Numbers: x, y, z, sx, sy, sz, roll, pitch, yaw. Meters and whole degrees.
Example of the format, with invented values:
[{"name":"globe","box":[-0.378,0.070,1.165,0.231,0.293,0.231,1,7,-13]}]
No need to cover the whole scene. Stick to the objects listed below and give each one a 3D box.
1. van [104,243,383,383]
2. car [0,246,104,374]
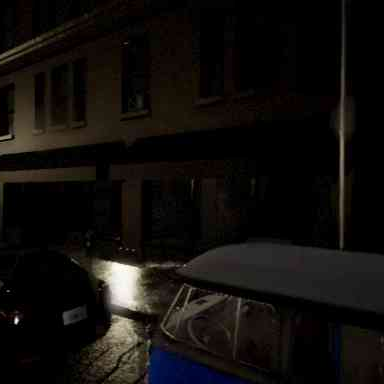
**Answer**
[{"name":"van","box":[1.478,1.342,2.023,3.998,1.788,1.690,0,0,36]},{"name":"car","box":[-3.129,1.543,5.312,4.313,1.339,1.947,0,0,36]}]
